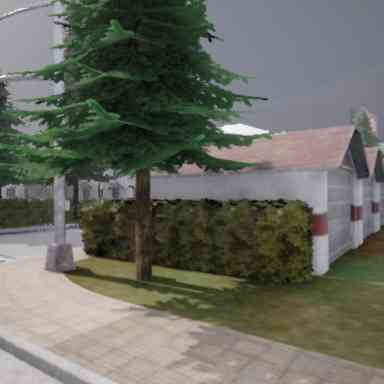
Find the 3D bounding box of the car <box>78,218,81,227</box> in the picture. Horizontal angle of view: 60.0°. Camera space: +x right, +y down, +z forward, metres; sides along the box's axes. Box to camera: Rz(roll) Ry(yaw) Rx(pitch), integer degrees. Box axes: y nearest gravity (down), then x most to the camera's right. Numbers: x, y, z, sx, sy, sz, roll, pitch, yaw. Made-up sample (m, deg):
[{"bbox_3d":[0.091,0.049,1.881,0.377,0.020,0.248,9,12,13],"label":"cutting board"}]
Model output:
[{"bbox_3d":[-5.583,1.778,23.121,2.128,1.511,4.902,-1,-1,36],"label":"car"}]
